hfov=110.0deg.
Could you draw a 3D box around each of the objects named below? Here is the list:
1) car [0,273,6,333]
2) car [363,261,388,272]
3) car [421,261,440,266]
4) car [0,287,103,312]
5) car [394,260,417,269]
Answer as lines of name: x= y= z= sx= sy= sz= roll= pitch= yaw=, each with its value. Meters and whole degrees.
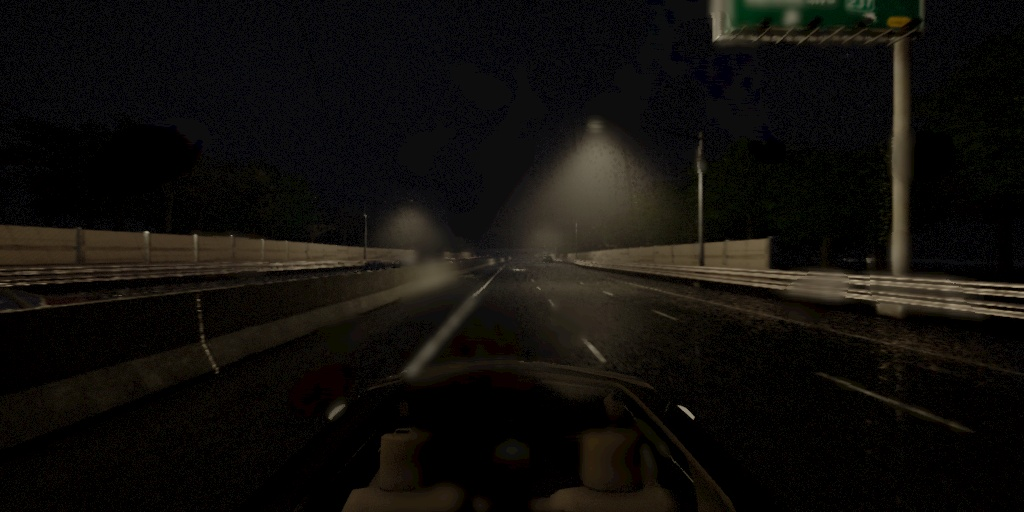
car: x=-14.083 y=1.190 z=6.775 sx=2.128 sy=1.511 sz=4.902 roll=0 pitch=0 yaw=0
car: x=-17.552 y=1.282 z=46.256 sx=1.994 sy=1.385 sz=4.181 roll=0 pitch=0 yaw=1
car: x=-10.548 y=1.348 z=47.409 sx=1.895 sy=1.301 sz=4.718 roll=0 pitch=0 yaw=1
car: x=-10.586 y=1.259 z=6.199 sx=2.033 sy=1.411 sz=5.357 roll=0 pitch=0 yaw=0
car: x=-14.045 y=1.335 z=47.413 sx=1.895 sy=1.301 sz=4.718 roll=0 pitch=0 yaw=1
